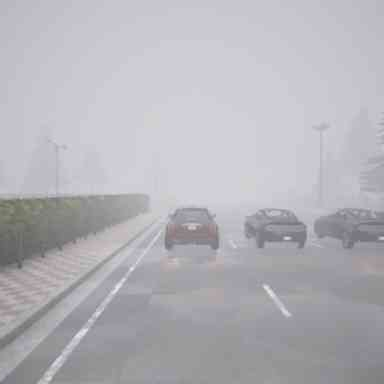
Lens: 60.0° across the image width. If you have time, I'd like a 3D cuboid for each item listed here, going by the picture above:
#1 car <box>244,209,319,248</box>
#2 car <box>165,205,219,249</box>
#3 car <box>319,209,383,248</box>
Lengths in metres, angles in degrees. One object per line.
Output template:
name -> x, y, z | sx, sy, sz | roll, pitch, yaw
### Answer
car -> 3.500, 1.492, 14.650 | 2.128, 1.511, 4.902 | 0, 0, 0
car -> 0.000, 1.363, 14.620 | 2.097, 1.767, 4.553 | 0, 0, 0
car -> 7.000, 1.492, 14.650 | 2.128, 1.511, 4.902 | 0, 0, 0
